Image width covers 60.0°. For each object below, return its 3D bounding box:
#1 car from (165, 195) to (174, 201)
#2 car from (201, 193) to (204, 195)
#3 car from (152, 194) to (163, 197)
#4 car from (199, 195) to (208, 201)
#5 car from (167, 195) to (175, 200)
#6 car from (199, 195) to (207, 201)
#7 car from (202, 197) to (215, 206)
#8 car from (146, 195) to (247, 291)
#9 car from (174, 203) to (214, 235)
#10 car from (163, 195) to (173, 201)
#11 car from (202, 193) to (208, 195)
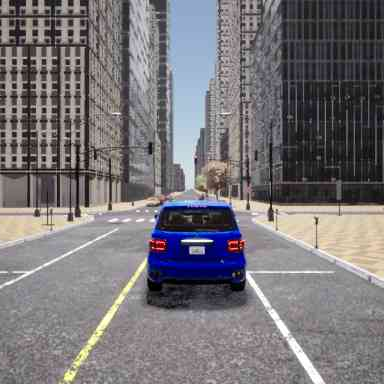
[{"bbox_3d":[-5.691,1.428,84.339,2.008,1.369,4.403,0,0,0],"label":"car"},{"bbox_3d":[2.691,1.224,72.984,2.192,1.841,5.009,0,0,0],"label":"car"},{"bbox_3d":[-5.819,1.485,50.113,1.752,1.417,4.829,0,0,0],"label":"car"},{"bbox_3d":[2.690,1.419,78.829,1.752,1.417,4.829,0,0,0],"label":"car"},{"bbox_3d":[-5.691,1.411,90.014,2.008,1.369,4.403,0,0,0],"label":"car"},{"bbox_3d":[2.689,1.422,84.333,1.887,1.381,4.507,0,0,0],"label":"car"},{"bbox_3d":[2.790,1.500,55.961,2.008,1.369,4.403,0,0,0],"label":"car"},{"bbox_3d":[0.098,1.221,9.112,2.150,2.045,5.566,0,0,0],"label":"car"},{"bbox_3d":[0.095,1.486,19.842,2.128,1.511,4.902,0,0,0],"label":"car"},{"bbox_3d":[-5.691,1.438,78.663,1.887,1.381,4.507,0,0,0],"label":"car"},{"bbox_3d":[2.821,1.400,50.283,1.967,1.590,4.097,0,0,0],"label":"car"}]
